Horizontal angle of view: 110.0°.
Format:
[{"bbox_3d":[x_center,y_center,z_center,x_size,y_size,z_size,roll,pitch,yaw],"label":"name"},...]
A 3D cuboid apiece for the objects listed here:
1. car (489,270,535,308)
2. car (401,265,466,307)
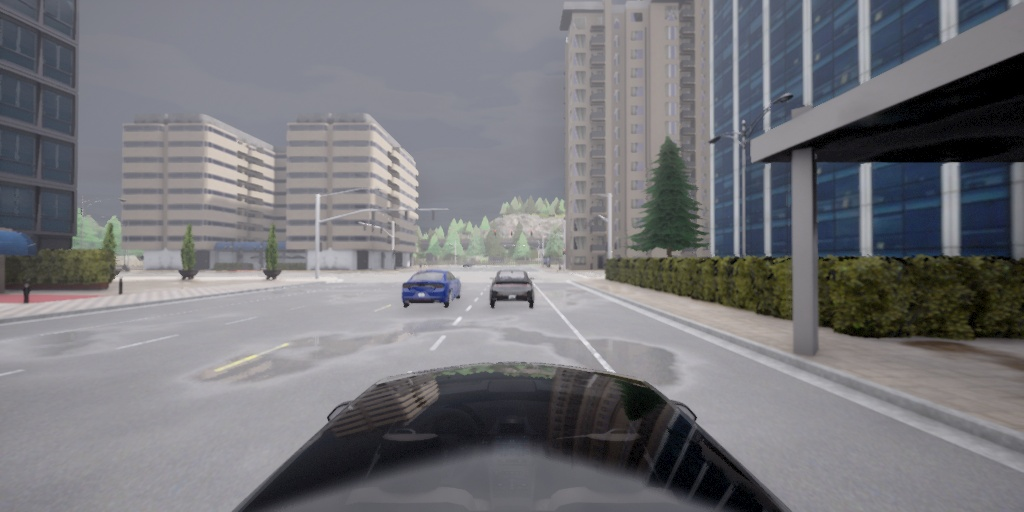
[{"bbox_3d":[0.002,1.375,16.141,2.128,1.511,4.902,0,0,0],"label":"car"},{"bbox_3d":[-3.497,1.362,16.321,1.882,1.535,5.008,0,0,0],"label":"car"}]
